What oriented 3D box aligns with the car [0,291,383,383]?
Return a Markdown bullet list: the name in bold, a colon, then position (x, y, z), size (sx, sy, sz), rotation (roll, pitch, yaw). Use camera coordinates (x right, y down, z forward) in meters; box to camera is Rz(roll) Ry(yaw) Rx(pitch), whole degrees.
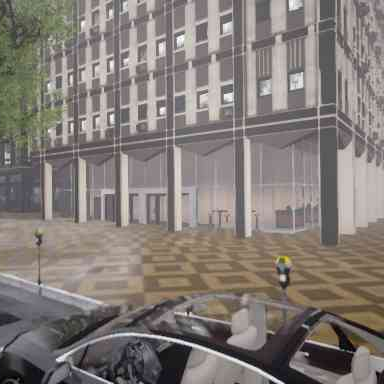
- **car**: position (0.076, 1.548, 2.679), size (4.403, 1.369, 2.008), rotation (0, -1, 36)
